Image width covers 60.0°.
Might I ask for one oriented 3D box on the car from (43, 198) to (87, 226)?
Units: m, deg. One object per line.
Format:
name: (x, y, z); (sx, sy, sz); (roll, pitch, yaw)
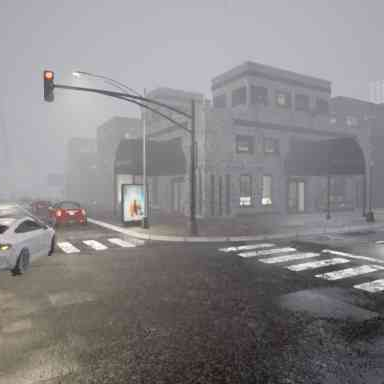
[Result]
car: (-8.103, 1.290, 21.382); (1.967, 1.590, 4.097); (-1, 1, -30)

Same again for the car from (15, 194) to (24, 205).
car: (-25.388, 1.272, 50.870); (2.008, 1.369, 4.403); (-1, 1, -30)

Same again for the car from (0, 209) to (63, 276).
car: (-5.382, 1.421, 9.681); (1.812, 1.442, 4.674); (1, 0, -8)

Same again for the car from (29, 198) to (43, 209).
car: (-13.864, 1.386, 31.213); (1.802, 1.307, 4.206); (-1, 1, -30)

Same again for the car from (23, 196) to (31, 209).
car: (-16.745, 1.333, 36.127); (2.008, 1.369, 4.403); (-1, 1, -30)
